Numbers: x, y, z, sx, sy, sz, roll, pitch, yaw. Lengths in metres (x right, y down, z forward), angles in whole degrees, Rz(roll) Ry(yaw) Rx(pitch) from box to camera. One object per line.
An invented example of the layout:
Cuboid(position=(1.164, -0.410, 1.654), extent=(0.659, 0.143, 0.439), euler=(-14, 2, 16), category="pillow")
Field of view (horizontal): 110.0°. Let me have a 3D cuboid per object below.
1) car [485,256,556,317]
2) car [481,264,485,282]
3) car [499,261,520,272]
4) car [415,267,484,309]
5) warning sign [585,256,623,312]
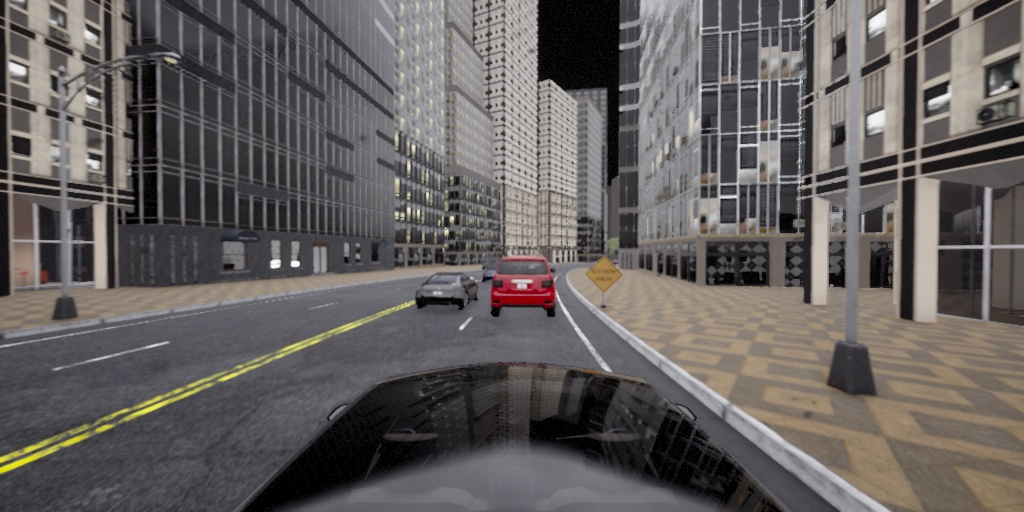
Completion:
Cuboid(position=(0.492, 1.028, 13.745), extent=(2.150, 2.045, 5.566), euler=(0, 0, 4), category="car")
Cuboid(position=(-1.176, 1.443, 30.416), extent=(1.994, 1.385, 4.181), euler=(0, 0, 8), category="car")
Cuboid(position=(-0.343, 1.498, 54.128), extent=(2.128, 1.511, 4.902), euler=(0, 0, 13), category="car")
Cuboid(position=(-2.636, 1.368, 15.412), extent=(1.994, 1.385, 4.181), euler=(0, 0, 4), category="car")
Cuboid(position=(3.160, 0.921, 12.444), extent=(1.300, 1.860, 1.060), euler=(0, 0, 3), category="warning sign")
